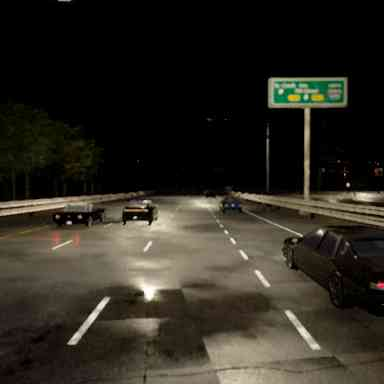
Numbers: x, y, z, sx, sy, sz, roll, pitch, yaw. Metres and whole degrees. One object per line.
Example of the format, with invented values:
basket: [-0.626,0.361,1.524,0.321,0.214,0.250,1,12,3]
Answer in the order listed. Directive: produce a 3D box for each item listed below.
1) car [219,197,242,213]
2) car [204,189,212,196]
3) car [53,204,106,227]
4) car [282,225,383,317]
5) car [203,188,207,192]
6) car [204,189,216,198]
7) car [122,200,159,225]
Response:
car: [3.722,1.228,32.499,2.033,1.411,5.357,0,1,0]
car: [4.461,0.061,94.041,2.097,1.767,4.553,0,1,1]
car: [-6.848,1.407,20.811,1.895,1.301,4.718,0,1,0]
car: [3.606,1.480,7.603,2.033,1.411,5.357,0,1,0]
car: [4.253,0.401,83.107,1.837,1.490,4.892,0,1,1]
car: [4.070,0.588,72.139,1.837,1.490,4.892,0,1,1]
car: [-3.341,1.286,22.058,2.128,1.511,4.902,0,1,0]
